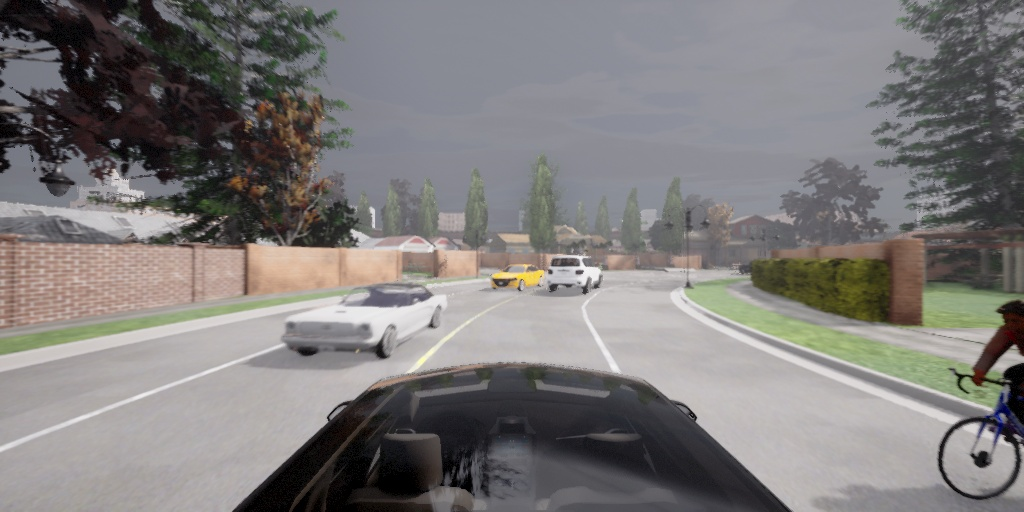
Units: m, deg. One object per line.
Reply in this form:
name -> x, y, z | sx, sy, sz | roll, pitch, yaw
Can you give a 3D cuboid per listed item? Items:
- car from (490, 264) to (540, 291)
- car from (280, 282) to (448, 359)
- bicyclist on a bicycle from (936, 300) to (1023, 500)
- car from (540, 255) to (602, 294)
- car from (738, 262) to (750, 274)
car -> 0.433, 1.250, 22.218 | 1.882, 1.535, 5.008 | 0, 0, 25
car -> -3.097, 1.351, 8.625 | 1.895, 1.301, 4.718 | 0, 0, 6
bicyclist on a bicycle -> 4.281, 1.186, 2.918 | 1.656, 1.620, 0.582 | 0, 0, 0
car -> 3.753, 0.992, 20.956 | 2.150, 2.045, 5.566 | 0, 0, 24
car -> 28.489, 1.401, 41.251 | 4.892, 1.490, 1.837 | 0, -1, -15
